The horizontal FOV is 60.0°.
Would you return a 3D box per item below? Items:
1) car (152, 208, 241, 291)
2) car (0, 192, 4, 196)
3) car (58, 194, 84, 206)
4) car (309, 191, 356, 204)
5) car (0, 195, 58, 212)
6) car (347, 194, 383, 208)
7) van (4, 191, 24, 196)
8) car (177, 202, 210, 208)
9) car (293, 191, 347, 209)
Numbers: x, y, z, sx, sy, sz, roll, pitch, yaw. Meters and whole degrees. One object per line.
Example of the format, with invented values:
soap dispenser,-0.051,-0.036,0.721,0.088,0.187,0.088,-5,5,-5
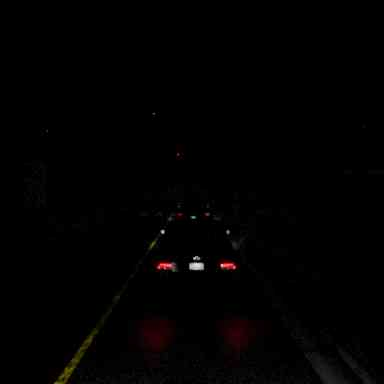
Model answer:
car,0.089,1.400,8.740,2.033,1.411,5.357,0,1,0
car,-21.007,1.010,31.188,5.009,1.841,2.192,-1,2,0
car,-15.498,0.940,39.714,4.829,1.417,1.752,-1,2,0
car,16.684,0.587,39.683,4.829,1.417,1.752,-1,2,0
car,-15.324,1.220,31.193,4.206,1.307,1.802,-1,2,0
car,17.023,0.834,31.162,4.403,1.369,2.008,-1,2,0
van,-21.009,0.811,39.712,3.998,1.788,1.690,-1,2,0
car,0.075,1.239,19.029,1.994,1.385,4.181,0,1,0
car,11.645,0.911,31.167,4.313,1.339,1.947,-1,2,0
